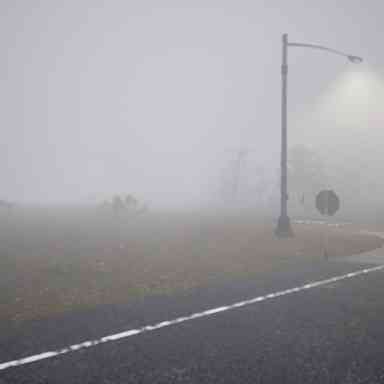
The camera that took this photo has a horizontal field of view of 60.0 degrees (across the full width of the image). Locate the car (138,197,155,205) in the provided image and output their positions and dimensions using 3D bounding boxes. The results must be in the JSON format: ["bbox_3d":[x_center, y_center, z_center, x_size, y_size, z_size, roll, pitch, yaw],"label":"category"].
[{"bbox_3d":[-8.269,1.540,57.874,2.033,1.411,5.357,0,0,-33],"label":"car"}]
